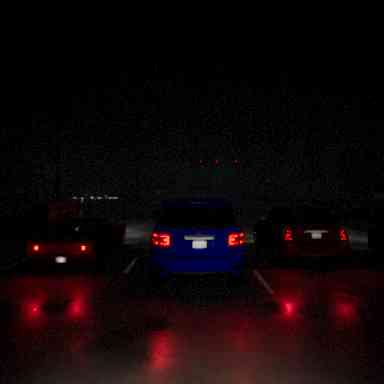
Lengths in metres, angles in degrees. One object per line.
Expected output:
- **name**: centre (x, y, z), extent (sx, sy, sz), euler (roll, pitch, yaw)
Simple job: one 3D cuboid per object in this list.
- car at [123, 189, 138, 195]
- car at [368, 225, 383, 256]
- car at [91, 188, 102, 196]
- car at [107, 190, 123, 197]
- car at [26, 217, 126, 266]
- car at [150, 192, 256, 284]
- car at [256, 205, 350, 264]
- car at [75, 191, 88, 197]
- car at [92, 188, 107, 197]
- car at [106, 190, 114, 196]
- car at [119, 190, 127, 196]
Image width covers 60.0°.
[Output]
- **car**: centre (-14.831, 0.522, 79.119), extent (1.895, 1.301, 4.718), euler (0, 1, -1)
- **car**: centre (7.019, 1.394, 9.623), extent (2.128, 1.511, 4.902), euler (0, 1, 0)
- **car**: centre (-26.243, -0.034, 91.839), extent (2.150, 2.045, 5.566), euler (0, 1, -7)
- **car**: centre (-18.319, 0.492, 78.276), extent (1.994, 1.385, 4.181), euler (0, 1, -1)
- **car**: centre (-3.488, 1.489, 11.058), extent (1.895, 1.301, 4.718), euler (0, 1, 0)
- **car**: centre (0.043, 1.126, 9.417), extent (2.150, 2.045, 5.566), euler (0, 1, -2)
- **car**: centre (3.506, 1.235, 11.519), extent (2.097, 1.767, 4.553), euler (0, 1, 0)
- **car**: centre (-25.295, 0.470, 76.124), extent (1.837, 1.490, 4.892), euler (0, 1, -1)
- **car**: centre (-21.808, 0.432, 77.236), extent (1.882, 1.535, 5.008), euler (0, 1, -1)
- **car**: centre (-22.864, 0.252, 92.775), extent (1.812, 1.442, 4.674), euler (0, 1, -7)
- **car**: centre (-19.447, 0.212, 93.604), extent (1.837, 1.490, 4.892), euler (0, 1, -7)
